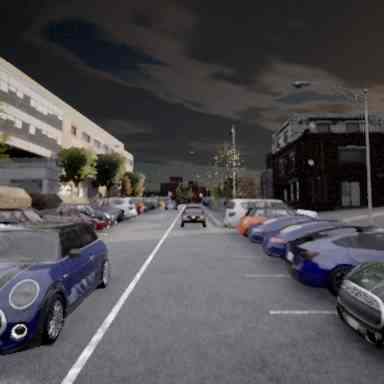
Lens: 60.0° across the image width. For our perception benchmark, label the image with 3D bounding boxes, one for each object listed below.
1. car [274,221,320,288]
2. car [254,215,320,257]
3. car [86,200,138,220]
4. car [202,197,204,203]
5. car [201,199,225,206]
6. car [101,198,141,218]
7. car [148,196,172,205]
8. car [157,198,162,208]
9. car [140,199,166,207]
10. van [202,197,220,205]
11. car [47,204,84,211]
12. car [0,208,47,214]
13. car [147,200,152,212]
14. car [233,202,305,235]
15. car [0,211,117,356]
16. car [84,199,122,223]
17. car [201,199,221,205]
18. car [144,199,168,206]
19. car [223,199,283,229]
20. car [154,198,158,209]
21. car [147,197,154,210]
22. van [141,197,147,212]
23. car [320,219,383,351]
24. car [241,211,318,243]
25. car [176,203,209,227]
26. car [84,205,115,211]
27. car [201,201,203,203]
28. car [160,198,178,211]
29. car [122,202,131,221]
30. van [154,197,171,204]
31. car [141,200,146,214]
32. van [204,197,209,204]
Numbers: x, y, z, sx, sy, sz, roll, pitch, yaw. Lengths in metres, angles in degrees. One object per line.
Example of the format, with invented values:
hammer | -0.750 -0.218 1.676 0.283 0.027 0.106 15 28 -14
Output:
car | 4.709 1.600 8.055 4.792 1.488 2.163 0 -1 0
car | 4.678 1.642 10.994 4.674 1.452 2.002 0 -1 0
car | -7.617 1.707 32.035 4.553 1.767 2.185 0 -1 0
car | 4.713 1.922 63.040 5.566 2.045 2.435 0 -1 0
car | 4.871 2.322 76.866 5.366 1.575 1.946 0 -1 0
car | -7.676 1.550 29.241 5.566 2.045 2.435 0 -1 0
car | -7.616 2.102 79.525 5.566 2.045 2.435 0 -1 0
car | -7.652 2.048 51.587 4.892 1.521 2.231 0 -1 0
car | -7.674 2.229 65.553 4.792 1.488 2.163 0 -1 0
van | 4.803 2.220 85.353 4.442 1.987 1.878 0 -1 0
car | -7.680 1.521 15.149 4.553 1.767 2.185 0 -1 0
car | -7.621 1.336 9.688 5.566 2.045 2.435 0 -1 0
car | -7.645 1.964 40.413 4.674 1.452 2.002 0 -1 0
car | 4.650 1.542 16.997 4.553 1.767 2.185 0 -1 0
car | -3.100 1.424 6.462 2.097 1.767 4.553 0 -1 0
car | -7.680 1.615 23.654 4.553 1.767 2.185 0 -1 0
car | 4.691 2.392 82.574 5.008 1.535 2.097 0 -1 0
car | -7.674 2.291 71.141 4.792 1.488 2.163 0 -1 0
car | 4.710 1.448 19.811 5.566 2.045 2.435 0 -1 0
car | -7.642 1.984 45.875 5.008 1.535 2.097 0 -1 0
car | -7.677 1.829 43.207 4.553 1.767 2.185 0 -1 0
van | -7.764 1.668 37.623 4.442 1.987 1.878 0 -1 0
car | 4.711 1.412 5.119 4.553 1.767 2.185 0 -1 0
car | 4.678 1.676 14.057 4.674 1.452 2.002 0 -1 0
car | 0.099 1.829 25.486 2.033 1.411 5.357 0 -1 0
car | -7.618 1.739 20.857 4.792 1.488 2.163 0 -1 0
car | 0.103 2.060 41.748 1.895 1.301 4.718 0 -1 0
car | -3.074 2.038 49.629 2.128 1.511 4.902 0 -1 0
car | -7.678 1.800 26.446 4.792 1.488 2.163 0 -1 0
van | -7.761 2.286 87.879 4.442 1.987 1.878 0 -1 0
car | -7.676 1.892 34.824 4.792 1.488 2.163 0 -1 0
van | 4.801 1.917 60.249 4.442 1.987 1.878 0 -1 0
